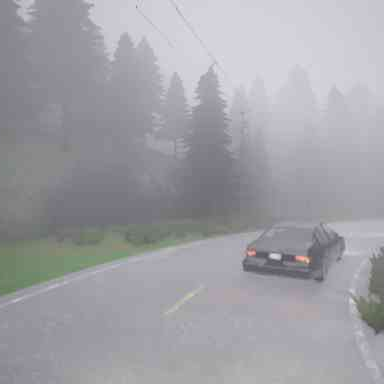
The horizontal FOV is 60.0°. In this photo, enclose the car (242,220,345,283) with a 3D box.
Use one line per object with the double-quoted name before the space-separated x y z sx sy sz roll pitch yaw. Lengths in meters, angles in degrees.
"car" 3.227 1.538 9.843 2.033 1.411 5.357 0 0 31
